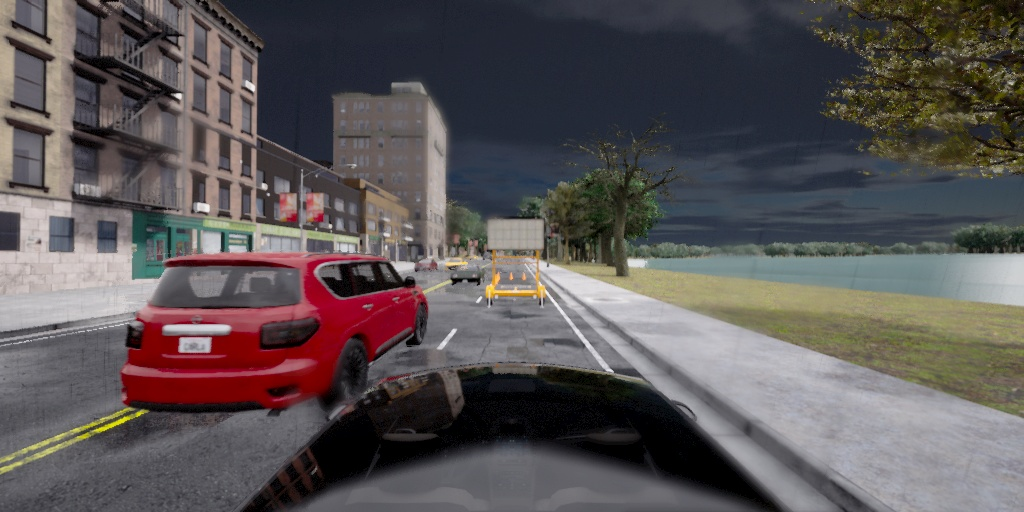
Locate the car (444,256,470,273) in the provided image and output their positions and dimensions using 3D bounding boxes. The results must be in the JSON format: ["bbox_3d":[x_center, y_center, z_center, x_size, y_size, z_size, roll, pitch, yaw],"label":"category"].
[{"bbox_3d":[-6.141,0.987,39.519,1.882,1.535,5.008,0,1,1],"label":"car"}]

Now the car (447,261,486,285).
[{"bbox_3d":[-2.877,1.239,24.464,1.895,1.301,4.718,0,0,1],"label":"car"}]

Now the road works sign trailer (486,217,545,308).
[{"bbox_3d":[0.157,0.174,14.962,2.380,3.560,2.880,0,0,1],"label":"road works sign trailer"}]

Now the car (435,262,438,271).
[{"bbox_3d":[-9.391,1.035,39.583,1.812,1.442,4.674,0,1,1],"label":"car"}]

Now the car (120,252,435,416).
[{"bbox_3d":[-3.098,0.968,6.225,2.150,2.045,5.566,0,0,1],"label":"car"}]
